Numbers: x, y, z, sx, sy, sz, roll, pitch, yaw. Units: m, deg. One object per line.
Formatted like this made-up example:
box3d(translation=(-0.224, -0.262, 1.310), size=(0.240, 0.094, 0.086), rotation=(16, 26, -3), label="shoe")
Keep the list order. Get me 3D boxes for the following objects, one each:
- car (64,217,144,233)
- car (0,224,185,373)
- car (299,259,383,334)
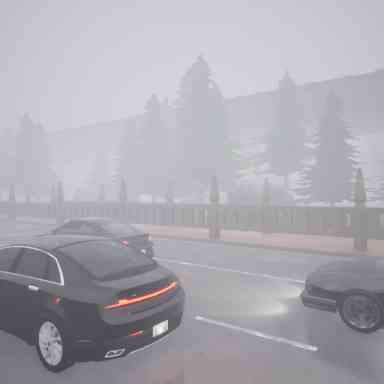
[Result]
box3d(translation=(-3.274, 1.526, 10.614), size=(4.674, 1.442, 1.812), rotation=(0, 0, 35), label="car")
box3d(translation=(-2.380, 1.505, 5.684), size=(4.892, 1.490, 1.837), rotation=(0, 0, 35), label="car")
box3d(translation=(4.541, 1.547, 5.053), size=(5.357, 1.411, 2.033), rotation=(0, 0, 35), label="car")
